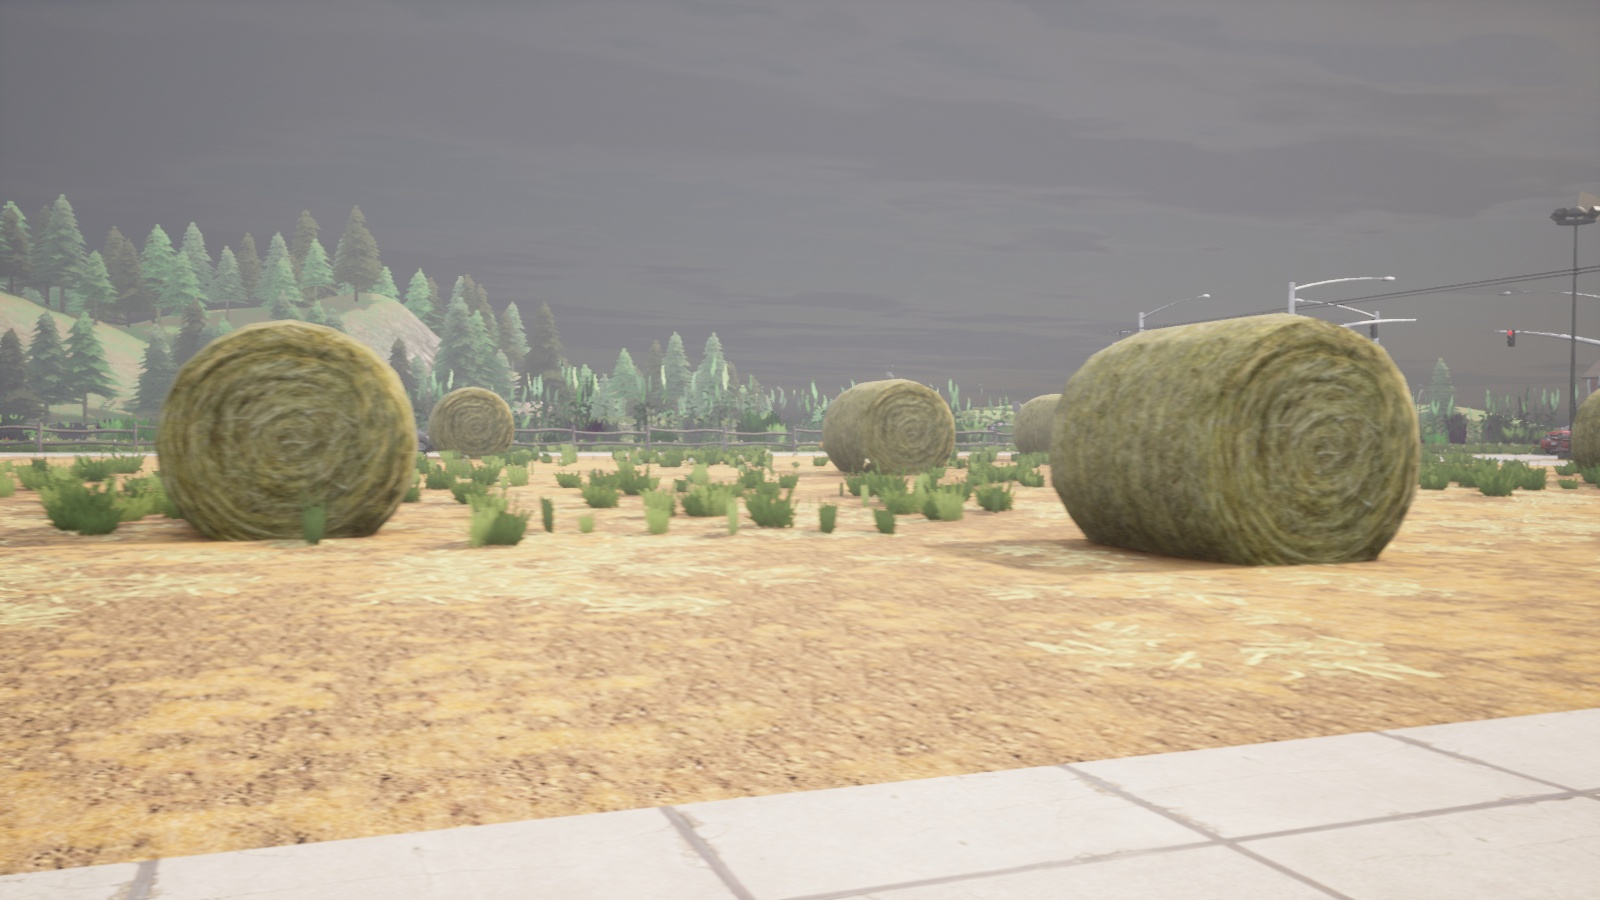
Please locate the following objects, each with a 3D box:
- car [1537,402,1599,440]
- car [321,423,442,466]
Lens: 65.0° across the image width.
[{"bbox_3d":[44.591,-1.671,70.845,5.566,2.045,2.150,-1,1,-20],"label":"car"},{"bbox_3d":[-17.189,-0.256,51.738,4.611,1.667,2.242,-1,1,-17],"label":"car"}]
